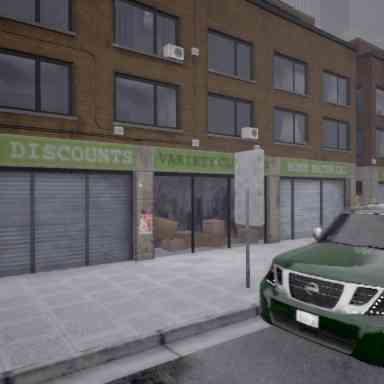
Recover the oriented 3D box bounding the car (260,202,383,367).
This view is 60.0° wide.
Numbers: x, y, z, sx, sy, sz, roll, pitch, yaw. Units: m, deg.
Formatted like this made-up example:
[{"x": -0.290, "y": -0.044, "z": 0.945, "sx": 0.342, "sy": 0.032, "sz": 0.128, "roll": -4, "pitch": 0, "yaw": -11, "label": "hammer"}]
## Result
[{"x": 3.647, "y": 1.221, "z": 5.788, "sx": 5.566, "sy": 2.045, "sz": 2.150, "roll": 0, "pitch": 0, "yaw": -37, "label": "car"}]
